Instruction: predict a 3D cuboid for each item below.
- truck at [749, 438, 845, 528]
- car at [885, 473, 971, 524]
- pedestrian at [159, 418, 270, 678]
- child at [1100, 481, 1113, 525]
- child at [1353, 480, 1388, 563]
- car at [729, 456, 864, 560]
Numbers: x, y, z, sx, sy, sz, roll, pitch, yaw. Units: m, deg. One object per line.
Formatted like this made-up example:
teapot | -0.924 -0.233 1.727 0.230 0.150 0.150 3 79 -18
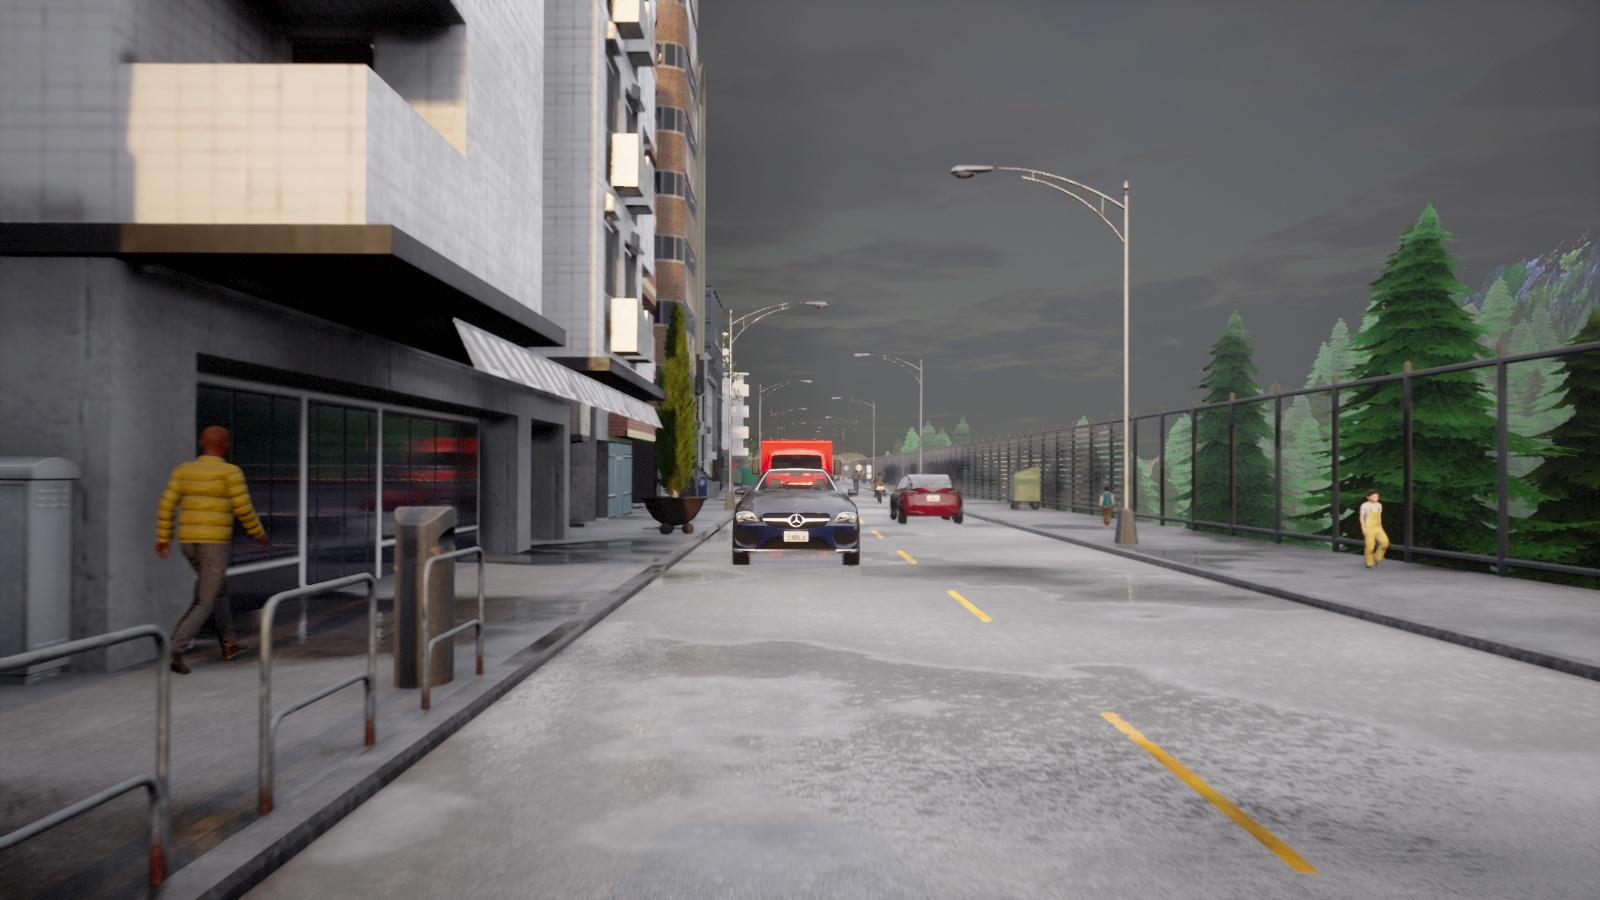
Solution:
truck | -0.097 0.951 37.193 2.627 2.467 5.204 0 -1 0
car | 3.899 1.453 39.075 2.163 1.488 4.792 0 -1 0
pedestrian | -4.313 0.697 9.280 0.370 1.835 0.726 0 -1 12
child | 8.403 1.448 34.453 0.343 1.192 0.448 0 -1 14
child | 8.834 1.095 19.443 0.270 1.263 0.437 0 -1 -12
car | -0.059 0.971 22.528 2.152 1.651 5.027 0 -1 0
